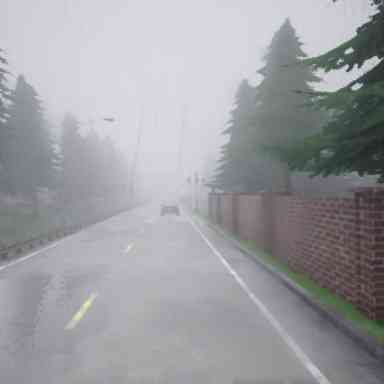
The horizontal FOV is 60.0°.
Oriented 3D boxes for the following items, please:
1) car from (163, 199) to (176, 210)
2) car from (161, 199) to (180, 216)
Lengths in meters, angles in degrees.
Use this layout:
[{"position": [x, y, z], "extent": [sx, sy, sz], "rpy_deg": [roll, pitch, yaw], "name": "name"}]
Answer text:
[{"position": [-3.271, 1.820, 48.955], "extent": [1.812, 1.442, 4.674], "rpy_deg": [-1, 0, -4], "name": "car"}, {"position": [-2.338, 1.738, 35.379], "extent": [1.812, 1.442, 4.674], "rpy_deg": [-1, 0, -4], "name": "car"}]
